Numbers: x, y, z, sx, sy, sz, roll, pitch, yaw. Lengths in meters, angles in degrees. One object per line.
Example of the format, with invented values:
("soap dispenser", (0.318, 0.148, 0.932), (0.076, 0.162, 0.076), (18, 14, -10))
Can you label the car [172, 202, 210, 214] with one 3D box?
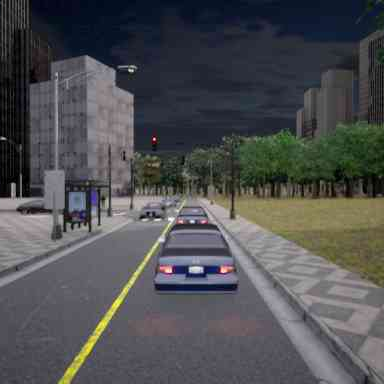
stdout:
("car", (0.049, 1.537, 19.253), (2.033, 1.411, 5.357), (0, 0, 1))

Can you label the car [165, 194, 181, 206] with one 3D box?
("car", (-3.168, 1.442, 47.574), (2.128, 1.511, 4.902), (0, 0, 0))

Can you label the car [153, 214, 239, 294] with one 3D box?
("car", (0.080, 1.544, 8.918), (2.033, 1.411, 5.357), (0, 0, 0))

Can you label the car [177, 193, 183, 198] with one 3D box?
("car", (-3.148, 1.424, 66.341), (1.837, 1.490, 4.892), (0, 0, 0))

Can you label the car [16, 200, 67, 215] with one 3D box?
("car", (-14.397, 1.476, 31.991), (4.674, 1.442, 1.812), (0, 1, 2))

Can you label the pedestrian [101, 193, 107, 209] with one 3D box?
("pedestrian", (-10.141, 1.049, 38.105), (0.375, 1.860, 0.375), (0, 0, 1))

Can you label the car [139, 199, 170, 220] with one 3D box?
("car", (-3.142, 1.546, 27.346), (1.994, 1.385, 4.181), (0, 0, 0))

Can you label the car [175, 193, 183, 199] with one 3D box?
("car", (-3.197, 0.976, 81.667), (1.882, 1.535, 5.008), (0, 0, 0))
